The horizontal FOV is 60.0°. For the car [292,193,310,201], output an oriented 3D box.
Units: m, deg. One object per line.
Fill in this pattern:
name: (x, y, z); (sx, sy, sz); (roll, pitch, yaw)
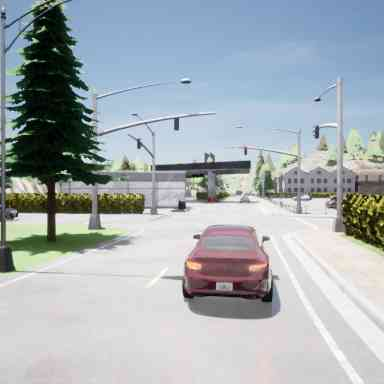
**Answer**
car: (24.902, 1.361, 75.843); (3.806, 1.475, 1.970); (0, 0, 9)

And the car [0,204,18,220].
car: (-16.209, 1.492, 26.253); (4.902, 1.511, 2.128); (0, 0, 9)

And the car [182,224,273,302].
car: (0.939, 1.526, 8.223); (1.812, 1.442, 4.674); (0, 0, 9)

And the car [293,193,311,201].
car: (26.032, 1.077, 79.029); (3.866, 1.878, 1.905); (0, 0, 9)

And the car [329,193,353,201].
car: (33.280, 1.097, 74.538); (4.605, 1.855, 1.932); (0, 0, 9)

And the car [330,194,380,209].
car: (19.082, 1.340, 38.905); (4.514, 1.523, 2.007); (0, 0, 9)

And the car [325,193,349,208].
car: (19.527, 1.330, 42.010); (5.027, 1.636, 2.152); (0, 0, 9)

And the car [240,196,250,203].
car: (10.847, 1.526, 68.051); (1.812, 1.442, 4.674); (0, 0, 10)
